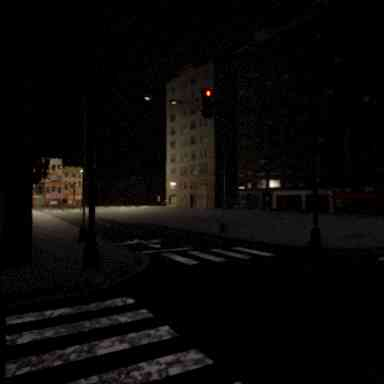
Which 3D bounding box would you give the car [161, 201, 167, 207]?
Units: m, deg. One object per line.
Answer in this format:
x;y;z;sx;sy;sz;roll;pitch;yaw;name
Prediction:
-6.147;3.105;90.092;4.553;1.767;2.097;1;-2;-38;car
